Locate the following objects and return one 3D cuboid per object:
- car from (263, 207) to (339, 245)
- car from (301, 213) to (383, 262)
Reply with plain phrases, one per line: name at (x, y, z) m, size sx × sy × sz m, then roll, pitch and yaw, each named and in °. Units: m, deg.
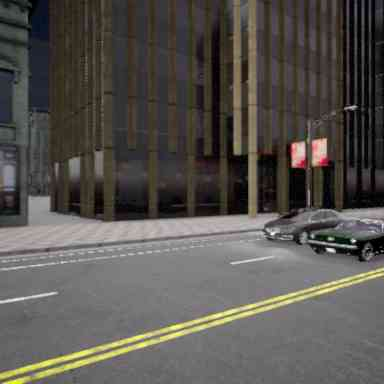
car at (5.384, 1.512, 15.516) m, size 4.892 × 1.490 × 1.837 m, roll 0°, pitch 0°, yaw -36°
car at (6.359, 1.608, 12.219) m, size 4.718 × 1.301 × 1.895 m, roll 0°, pitch 0°, yaw -36°
